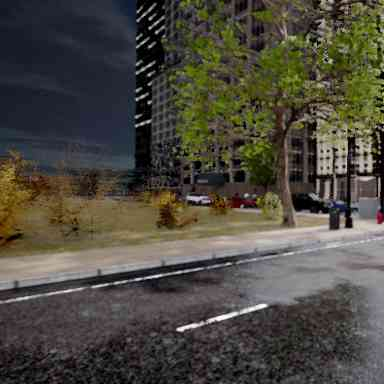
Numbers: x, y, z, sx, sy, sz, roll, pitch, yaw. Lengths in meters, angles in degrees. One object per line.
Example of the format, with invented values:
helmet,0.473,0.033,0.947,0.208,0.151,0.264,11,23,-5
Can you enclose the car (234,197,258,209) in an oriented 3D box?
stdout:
car,5.944,1.349,42.024,1.882,1.535,5.008,1,0,-34

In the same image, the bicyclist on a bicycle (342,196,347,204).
bicyclist on a bicycle,20.745,1.375,45.273,1.656,1.620,0.582,1,0,-34

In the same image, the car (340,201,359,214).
car,14.671,1.479,34.885,2.033,1.411,5.357,1,0,-31

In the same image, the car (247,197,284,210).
car,9.367,1.444,42.752,1.812,1.442,4.674,1,0,-34

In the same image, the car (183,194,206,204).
car,0.390,1.286,62.284,2.097,1.767,4.553,1,0,-33

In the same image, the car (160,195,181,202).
car,-4.513,1.315,69.524,2.128,1.511,4.902,1,0,-34

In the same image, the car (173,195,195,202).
car,-1.812,1.375,71.331,2.033,1.411,5.357,1,0,-34

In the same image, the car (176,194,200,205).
car,-1.418,1.400,53.058,2.033,1.411,5.357,1,0,-34

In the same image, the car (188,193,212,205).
car,1.199,1.119,54.996,2.150,2.045,5.566,1,0,-34

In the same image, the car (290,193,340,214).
car,11.508,1.107,33.712,2.150,2.045,5.566,1,-1,-34
